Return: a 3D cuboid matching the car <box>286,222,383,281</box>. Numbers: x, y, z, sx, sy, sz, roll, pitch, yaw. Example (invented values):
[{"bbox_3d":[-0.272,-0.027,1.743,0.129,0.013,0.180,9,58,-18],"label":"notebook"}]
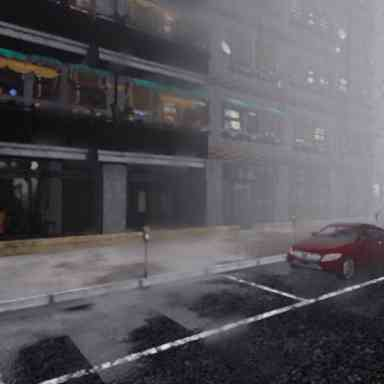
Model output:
[{"bbox_3d":[4.622,1.583,9.853,4.206,1.307,1.802,0,0,-36],"label":"car"}]
